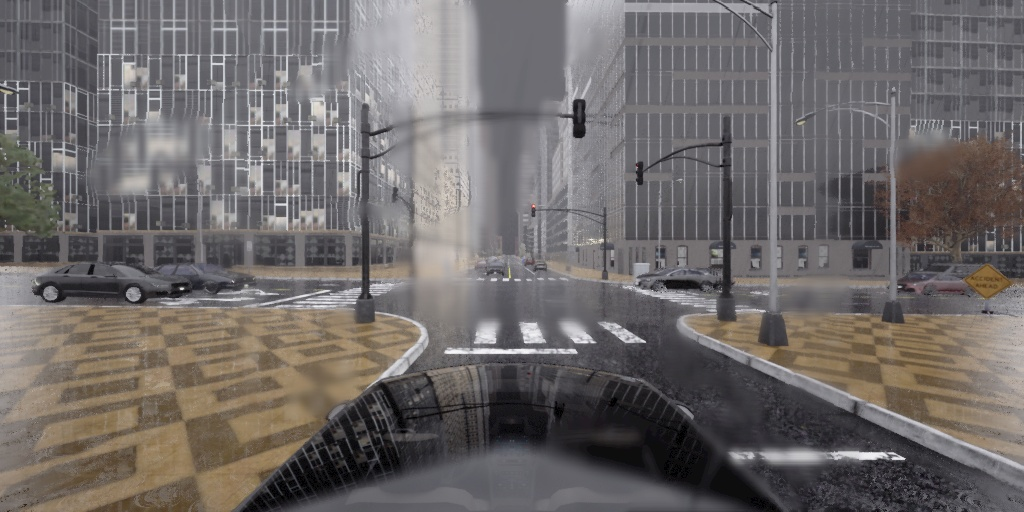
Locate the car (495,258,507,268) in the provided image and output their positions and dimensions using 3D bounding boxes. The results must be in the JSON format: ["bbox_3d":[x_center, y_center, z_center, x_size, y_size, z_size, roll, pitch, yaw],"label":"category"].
[{"bbox_3d":[-1.937,1.230,63.991,1.882,1.535,5.008,0,0,0],"label":"car"}]

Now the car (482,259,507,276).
[{"bbox_3d":[-1.715,1.314,38.497,2.033,1.411,5.357,0,0,-1],"label":"car"}]

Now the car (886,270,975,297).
[{"bbox_3d":[26.687,1.820,22.943,4.181,1.385,1.994,1,0,-3],"label":"car"}]

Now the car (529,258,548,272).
[{"bbox_3d":[3.663,1.329,46.708,1.948,1.339,4.313,0,0,-1],"label":"car"}]

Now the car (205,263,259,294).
[{"bbox_3d":[-15.441,1.040,17.319,5.357,1.411,2.033,1,0,0],"label":"car"}]

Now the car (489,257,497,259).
[{"bbox_3d":[-1.817,1.265,48.898,1.837,1.490,4.892,0,0,-1],"label":"car"}]

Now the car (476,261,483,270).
[{"bbox_3d":[-4.322,1.342,52.153,1.802,1.307,4.207,0,0,-1],"label":"car"}]

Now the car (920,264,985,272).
[{"bbox_3d":[32.369,1.579,26.494,5.566,2.045,2.150,1,0,-3],"label":"car"}]

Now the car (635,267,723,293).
[{"bbox_3d":[10.100,1.450,22.076,4.902,1.511,2.128,1,0,-3],"label":"car"}]

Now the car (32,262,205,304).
[{"bbox_3d":[-15.428,0.998,14.030,4.892,1.490,1.837,1,0,-3],"label":"car"}]

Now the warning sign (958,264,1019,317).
[{"bbox_3d":[17.212,1.204,12.986,1.060,1.860,1.300,0,0,-3],"label":"warning sign"}]

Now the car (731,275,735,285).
[{"bbox_3d":[12.843,1.555,25.527,5.357,1.411,2.033,1,0,-1],"label":"car"}]
